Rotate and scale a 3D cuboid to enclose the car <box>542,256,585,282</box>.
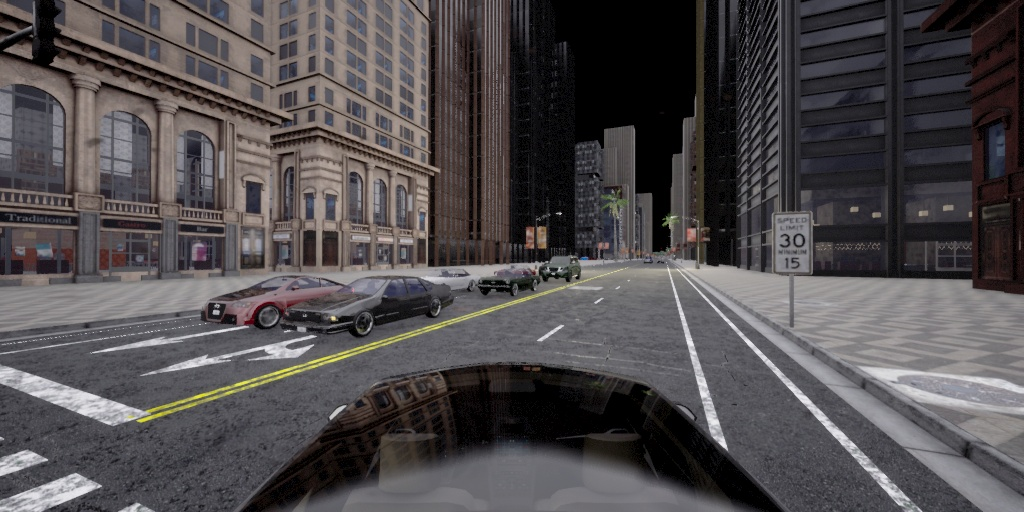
[{"bbox_3d":[4.158,0.987,29.357,2.150,2.045,5.566,0,0,23],"label":"car"}]

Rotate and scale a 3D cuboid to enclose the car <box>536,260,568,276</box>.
[{"bbox_3d":[4.319,1.251,37.935,1.882,1.535,5.008,0,0,24],"label":"car"}]

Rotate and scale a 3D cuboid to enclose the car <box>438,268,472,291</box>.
[{"bbox_3d":[-3.626,1.357,19.398,1.895,1.301,4.718,0,0,23],"label":"car"}]

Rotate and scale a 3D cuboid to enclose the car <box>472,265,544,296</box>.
[{"bbox_3d":[-0.040,1.358,19.519,1.895,1.301,4.718,0,0,23],"label":"car"}]

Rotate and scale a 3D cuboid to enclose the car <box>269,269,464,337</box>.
[{"bbox_3d":[-3.800,1.299,10.698,2.033,1.411,5.357,0,0,23],"label":"car"}]

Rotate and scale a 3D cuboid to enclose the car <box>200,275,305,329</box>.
[{"bbox_3d":[-7.057,1.316,11.337,1.994,1.385,4.181,0,0,23],"label":"car"}]

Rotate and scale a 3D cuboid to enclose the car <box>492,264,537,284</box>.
[{"bbox_3d":[0.282,1.364,28.561,1.895,1.301,4.718,0,0,23],"label":"car"}]
